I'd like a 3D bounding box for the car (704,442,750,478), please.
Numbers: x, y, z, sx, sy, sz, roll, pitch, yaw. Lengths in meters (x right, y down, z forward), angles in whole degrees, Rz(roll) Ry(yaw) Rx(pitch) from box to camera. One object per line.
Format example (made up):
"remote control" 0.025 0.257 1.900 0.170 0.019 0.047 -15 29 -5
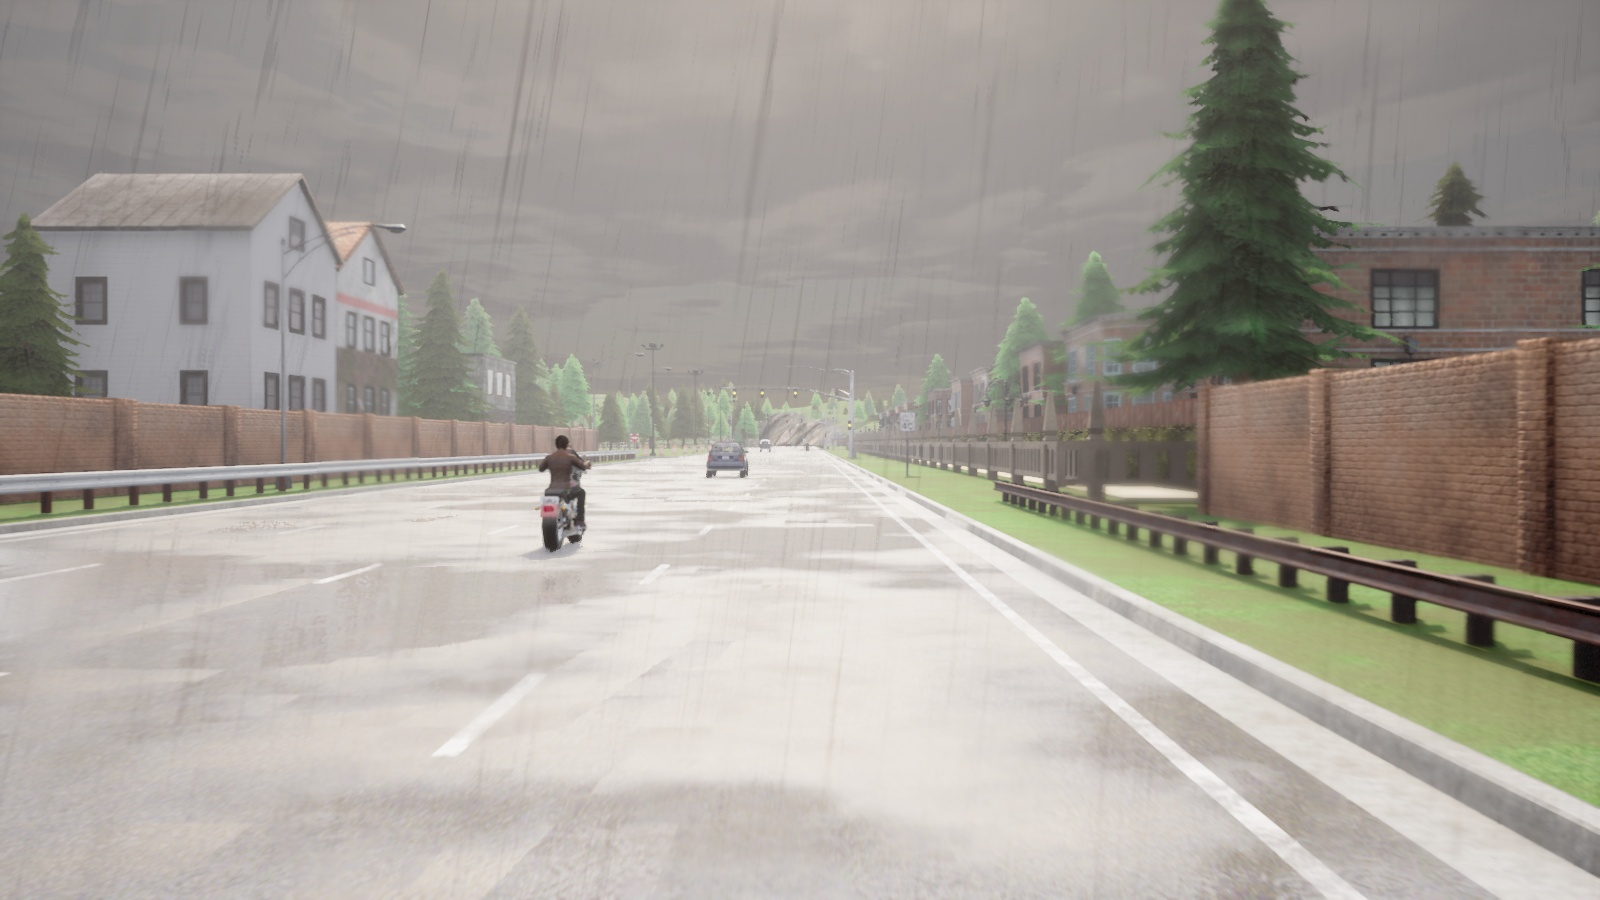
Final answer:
"car" -3.169 0.410 55.425 1.789 1.549 3.705 0 0 0

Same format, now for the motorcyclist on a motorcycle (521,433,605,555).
"motorcyclist on a motorcycle" -3.382 0.592 18.139 0.766 1.649 2.350 0 0 0
